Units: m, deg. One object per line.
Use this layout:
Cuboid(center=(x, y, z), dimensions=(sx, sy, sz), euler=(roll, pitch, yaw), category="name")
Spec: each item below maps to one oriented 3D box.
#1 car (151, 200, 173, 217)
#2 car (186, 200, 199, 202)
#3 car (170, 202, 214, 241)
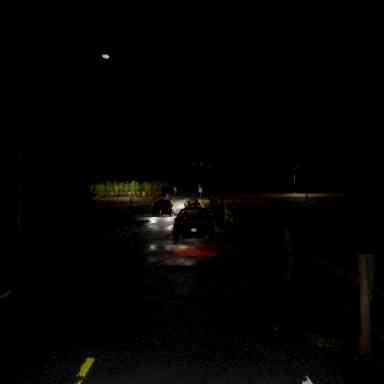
Cuboid(center=(-2.793, 1.517, 32.115), dimensions=(1.837, 1.490, 4.892), euler=(0, 0, 0), category="car")
Cuboid(center=(0.050, 1.543, 36.847), dimensions=(2.033, 1.411, 5.357), euler=(0, 0, 0), category="car")
Cuboid(center=(0.077, 1.521, 17.077), dimensions=(1.882, 1.535, 5.008), euler=(0, 0, 0), category="car")
